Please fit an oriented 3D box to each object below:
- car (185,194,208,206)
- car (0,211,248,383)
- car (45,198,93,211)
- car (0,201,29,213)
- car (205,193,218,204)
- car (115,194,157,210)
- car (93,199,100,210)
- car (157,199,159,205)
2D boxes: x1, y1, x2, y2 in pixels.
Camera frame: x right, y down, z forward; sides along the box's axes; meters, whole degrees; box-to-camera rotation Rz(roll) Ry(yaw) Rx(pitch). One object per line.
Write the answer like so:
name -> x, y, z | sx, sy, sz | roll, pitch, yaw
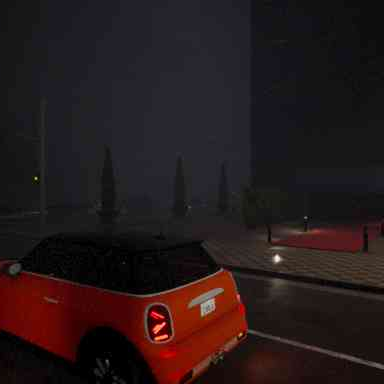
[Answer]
car -> 0.143, 1.526, 53.941 | 1.812, 1.442, 4.674 | 0, 0, 36
car -> -1.544, 1.352, 5.095 | 4.553, 1.767, 2.097 | 0, 0, 36
car -> -13.323, 1.601, 35.381 | 1.895, 1.301, 4.718 | 0, 0, 36
car -> -19.107, 1.601, 33.357 | 1.895, 1.301, 4.718 | 0, 0, 36
car -> 2.565, 1.349, 63.145 | 2.097, 1.767, 4.553 | 0, 0, 36
car -> -7.595, 1.222, 43.291 | 2.150, 2.045, 5.566 | 0, 0, 36
car -> -13.648, 1.491, 40.902 | 2.128, 1.511, 4.902 | 0, 0, 36
car -> -7.051, 1.491, 50.007 | 2.128, 1.511, 4.902 | 0, 0, 36
